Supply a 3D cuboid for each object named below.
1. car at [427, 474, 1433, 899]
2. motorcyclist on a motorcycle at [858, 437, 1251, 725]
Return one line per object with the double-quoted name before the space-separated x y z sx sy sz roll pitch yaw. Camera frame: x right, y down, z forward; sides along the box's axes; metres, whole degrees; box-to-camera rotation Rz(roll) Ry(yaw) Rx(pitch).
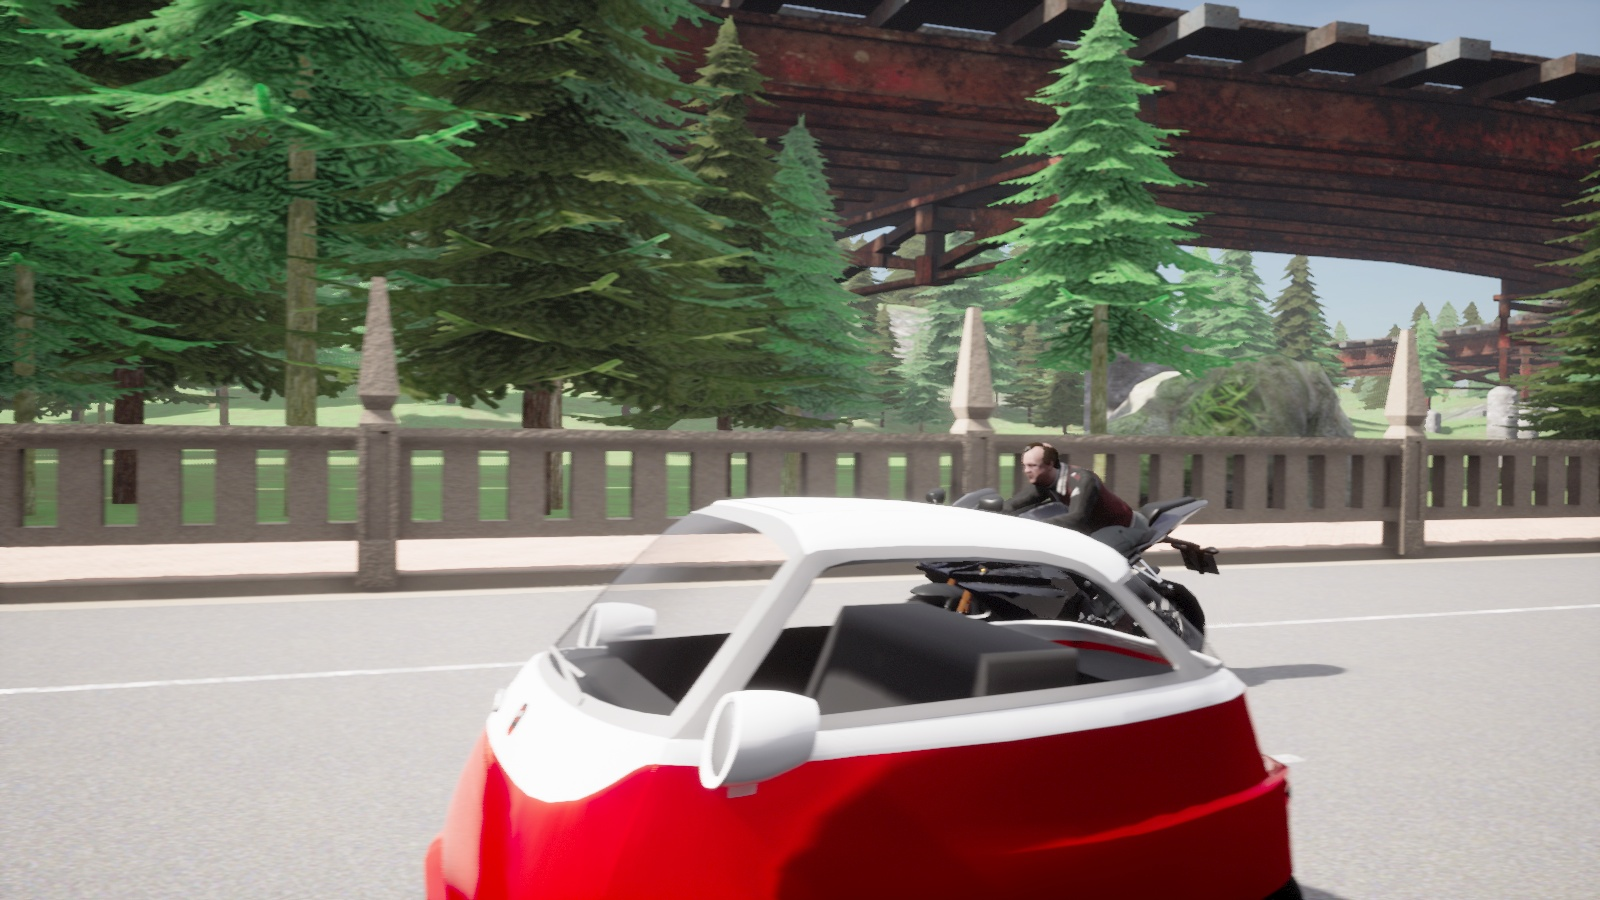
"car" 0.229 0.801 3.327 2.207 1.376 1.481 -1 1 -21
"motorcyclist on a motorcycle" 1.531 0.701 7.565 2.191 1.530 0.866 -1 1 -21
